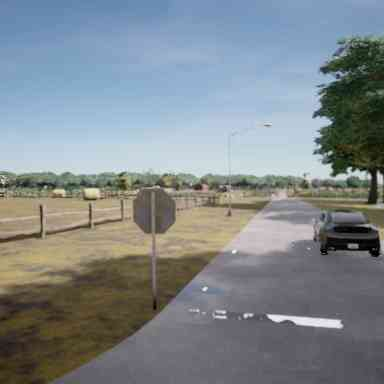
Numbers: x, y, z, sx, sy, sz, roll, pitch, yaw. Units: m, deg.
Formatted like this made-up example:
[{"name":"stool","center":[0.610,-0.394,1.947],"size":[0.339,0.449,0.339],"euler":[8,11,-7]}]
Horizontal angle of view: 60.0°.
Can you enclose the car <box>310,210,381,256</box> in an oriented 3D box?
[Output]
[{"name":"car","center":[5.789,1.445,12.831],"size":[1.837,1.490,4.892],"euler":[-1,0,17]}]
